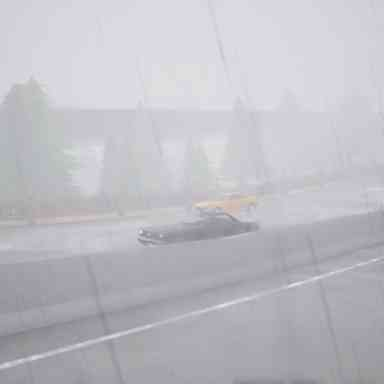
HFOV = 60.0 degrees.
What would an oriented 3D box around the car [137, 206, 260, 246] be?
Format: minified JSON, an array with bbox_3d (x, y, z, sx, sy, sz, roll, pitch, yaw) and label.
[{"bbox_3d":[0.326,1.466,12.784,4.718,1.301,1.895,-2,1,-35],"label":"car"}]

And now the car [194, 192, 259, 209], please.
[{"bbox_3d":[2.404,0.793,22.780,5.008,1.535,1.882,-4,3,-35],"label":"car"}]
